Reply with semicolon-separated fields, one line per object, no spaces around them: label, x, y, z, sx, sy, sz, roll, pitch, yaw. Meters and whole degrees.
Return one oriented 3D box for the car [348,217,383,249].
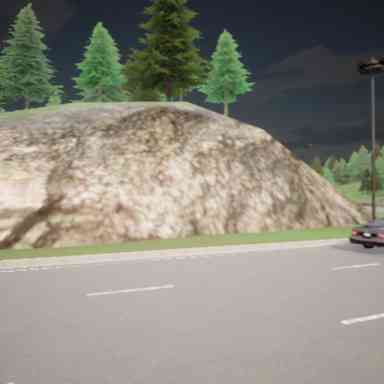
car;9.207;1.752;14.365;5.357;1.411;2.033;0;-1;-27
